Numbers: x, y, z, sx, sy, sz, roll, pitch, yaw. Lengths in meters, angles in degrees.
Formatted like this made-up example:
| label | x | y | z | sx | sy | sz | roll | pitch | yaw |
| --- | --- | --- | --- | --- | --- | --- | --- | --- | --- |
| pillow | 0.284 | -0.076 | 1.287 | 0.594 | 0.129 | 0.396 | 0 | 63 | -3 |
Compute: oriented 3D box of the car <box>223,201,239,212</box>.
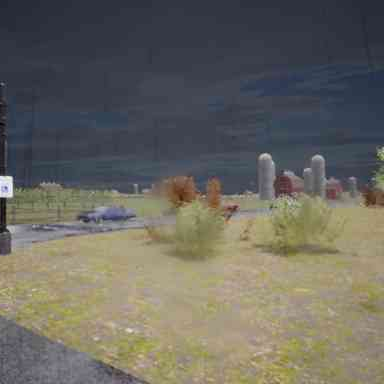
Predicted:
| label | x | y | z | sx | sy | sz | roll | pitch | yaw |
| --- | --- | --- | --- | --- | --- | --- | --- | --- | --- |
| car | 4.529 | 2.004 | 44.549 | 1.882 | 1.535 | 5.008 | -1 | -1 | 36 |

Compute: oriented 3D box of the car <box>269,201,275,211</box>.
| label | x | y | z | sx | sy | sz | roll | pitch | yaw |
| --- | --- | --- | --- | --- | --- | --- | --- | --- | --- |
| car | 13.260 | 2.072 | 50.477 | 1.837 | 1.490 | 4.892 | -1 | -1 | 36 |

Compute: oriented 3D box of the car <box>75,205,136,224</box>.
| label | x | y | z | sx | sy | sz | roll | pitch | yaw |
| --- | --- | --- | --- | --- | --- | --- | --- | --- | --- |
| car | -7.157 | 1.854 | 28.346 | 2.033 | 1.411 | 5.357 | -1 | -1 | 36 |

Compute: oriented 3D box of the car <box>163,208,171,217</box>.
| label | x | y | z | sx | sy | sz | roll | pitch | yaw |
| --- | --- | --- | --- | --- | --- | --- | --- | --- | --- |
| car | -1.326 | 1.980 | 36.434 | 1.994 | 1.385 | 4.181 | -1 | -1 | 36 |
